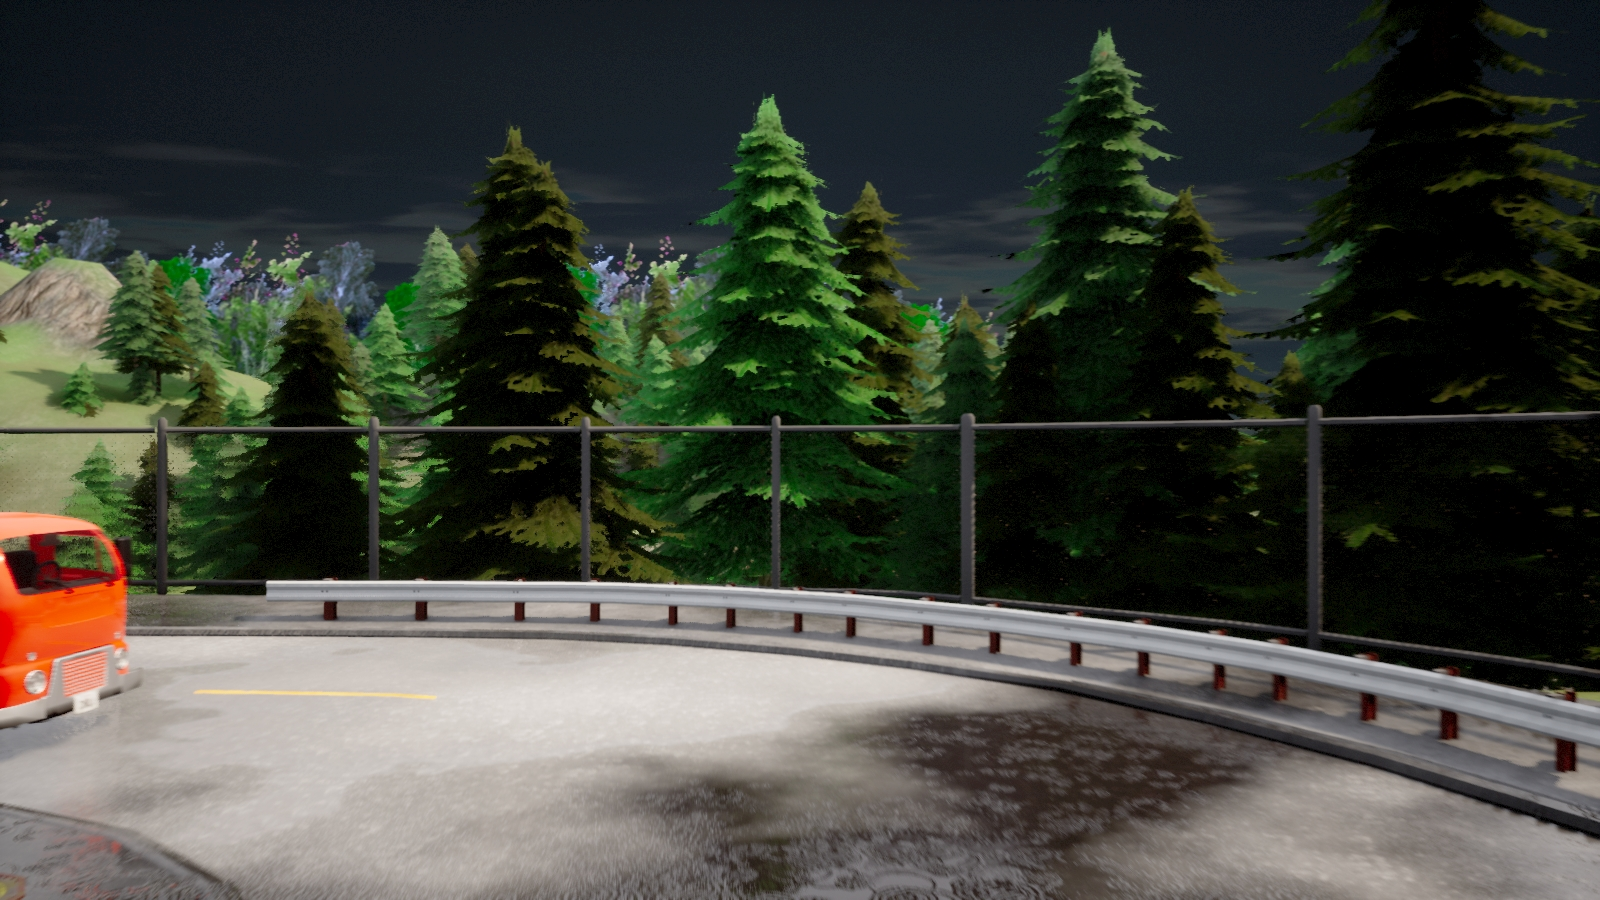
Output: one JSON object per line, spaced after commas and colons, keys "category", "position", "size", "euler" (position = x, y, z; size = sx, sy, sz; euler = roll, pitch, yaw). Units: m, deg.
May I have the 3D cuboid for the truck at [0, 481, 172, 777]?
{"category": "truck", "position": [-9.362, 1.574, 11.014], "size": [5.204, 2.467, 2.627], "euler": [0, 0, 4]}
